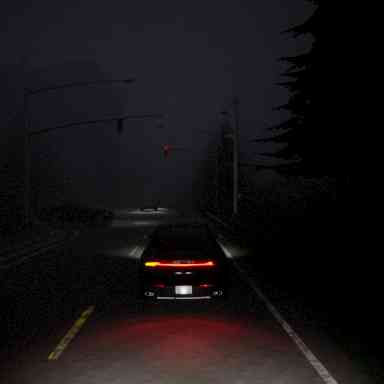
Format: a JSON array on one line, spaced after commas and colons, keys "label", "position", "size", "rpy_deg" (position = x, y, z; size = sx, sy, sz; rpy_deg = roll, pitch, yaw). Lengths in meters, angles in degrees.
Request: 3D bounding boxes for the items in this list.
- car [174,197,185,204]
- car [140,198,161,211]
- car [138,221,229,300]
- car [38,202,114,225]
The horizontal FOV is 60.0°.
[{"label": "car", "position": [-2.329, 1.564, 61.330], "size": [1.994, 1.385, 4.181], "rpy_deg": [0, 0, -2]}, {"label": "car", "position": [-5.175, 1.526, 40.688], "size": [1.812, 1.442, 4.674], "rpy_deg": [0, 0, -3]}, {"label": "car", "position": [-0.226, 1.505, 8.380], "size": [1.837, 1.490, 4.892], "rpy_deg": [0, 0, -2]}, {"label": "car", "position": [-8.098, 1.465, 23.510], "size": [5.008, 1.535, 1.882], "rpy_deg": [0, 0, -9]}]
